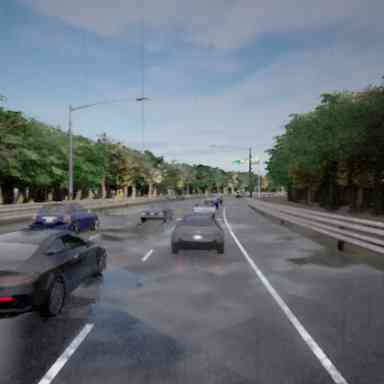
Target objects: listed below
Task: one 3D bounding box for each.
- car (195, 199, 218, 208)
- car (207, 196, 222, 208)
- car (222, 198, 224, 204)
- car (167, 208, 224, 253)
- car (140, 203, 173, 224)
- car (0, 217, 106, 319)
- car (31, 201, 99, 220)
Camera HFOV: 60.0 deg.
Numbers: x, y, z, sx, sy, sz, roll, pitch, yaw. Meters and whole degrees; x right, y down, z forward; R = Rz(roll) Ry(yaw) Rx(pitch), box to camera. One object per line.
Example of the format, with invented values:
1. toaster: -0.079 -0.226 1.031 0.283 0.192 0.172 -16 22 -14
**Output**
1. car: 1.215 1.609 30.429 1.895 1.301 4.718 0 0 4
2. car: 2.745 1.483 45.943 1.882 1.535 5.008 0 0 7
3. car: 4.598 1.499 59.666 1.837 1.490 4.892 0 0 9
4. car: 0.272 1.567 13.684 1.994 1.385 4.181 0 0 2
5. car: -2.555 1.548 25.144 2.033 1.411 5.357 0 0 4
6. car: -3.296 1.520 7.275 1.812 1.442 4.674 0 0 1
7. car: -6.459 1.342 17.419 2.097 1.767 4.553 0 0 2
